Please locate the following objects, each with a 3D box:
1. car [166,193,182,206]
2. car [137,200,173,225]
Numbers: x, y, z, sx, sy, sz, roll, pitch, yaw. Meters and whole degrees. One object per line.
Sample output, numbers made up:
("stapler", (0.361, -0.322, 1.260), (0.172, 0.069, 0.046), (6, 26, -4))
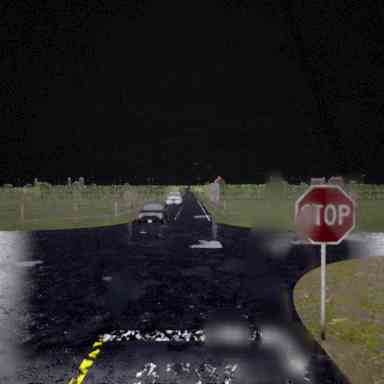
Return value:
("car", (-2.738, 1.108, 51.930), (2.150, 2.045, 5.566), (0, 0, 0))
("car", (-2.744, 1.526, 24.388), (2.033, 1.411, 5.357), (0, 0, 0))
